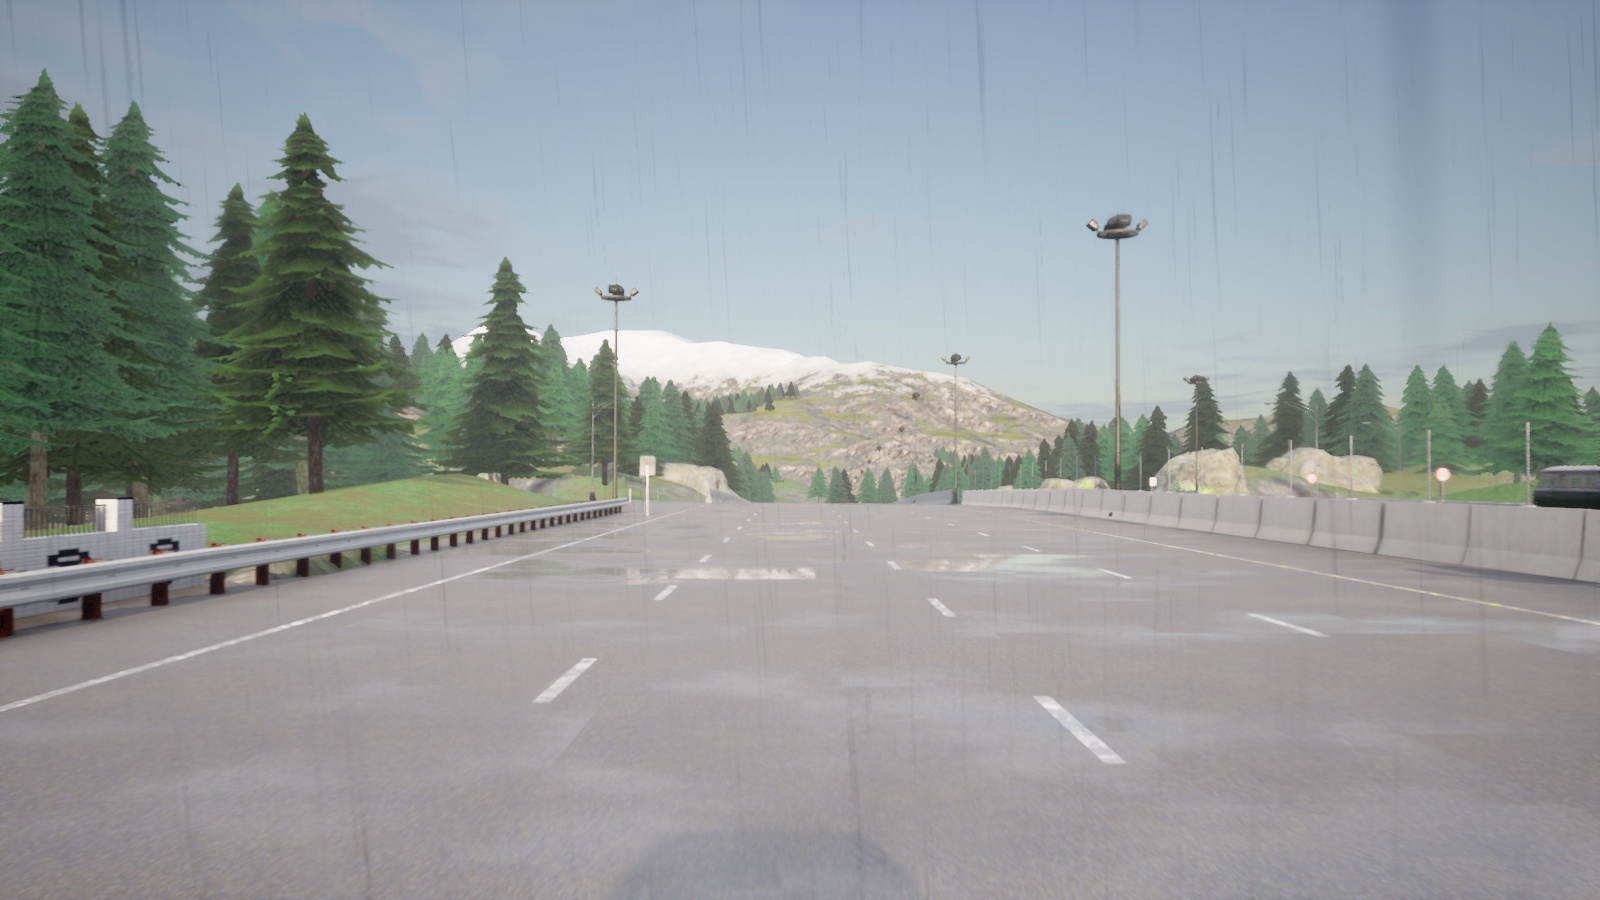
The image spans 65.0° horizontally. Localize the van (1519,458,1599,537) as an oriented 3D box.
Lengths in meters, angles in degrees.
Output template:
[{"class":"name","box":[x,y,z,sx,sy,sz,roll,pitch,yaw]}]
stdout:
[{"class":"van","box":[20.920,1.217,32.752,1.775,1.987,4.442,0,-1,0]}]
